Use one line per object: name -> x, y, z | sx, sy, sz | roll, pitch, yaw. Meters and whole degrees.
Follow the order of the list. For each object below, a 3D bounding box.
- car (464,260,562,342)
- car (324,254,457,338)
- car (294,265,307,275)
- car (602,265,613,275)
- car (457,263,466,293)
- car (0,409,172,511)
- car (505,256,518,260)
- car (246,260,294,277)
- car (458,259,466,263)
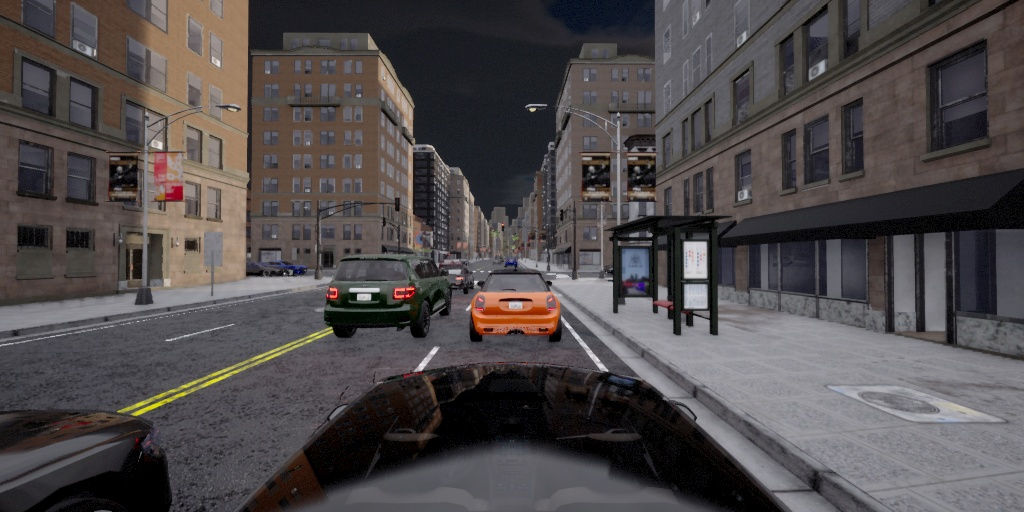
car -> 0.077, 1.105, 9.973 | 2.097, 1.767, 4.553 | 0, 0, 0
car -> -3.174, 0.974, 10.357 | 2.150, 2.045, 5.566 | 0, 0, 0
car -> -22.799, 1.151, 35.209 | 5.008, 1.535, 1.882 | 0, -1, 0
car -> 12.836, 1.386, 38.902 | 5.357, 1.411, 2.033 | 0, -1, -4
car -> -3.205, 1.283, 20.064 | 1.812, 1.442, 4.674 | 0, 0, 0
car -> -3.144, 1.241, 0.320 | 2.128, 1.511, 4.902 | 0, 0, 0
car -> -0.097, 0.994, 64.452 | 2.150, 2.045, 5.566 | 0, 0, 0
car -> -22.928, 1.177, 31.959 | 5.357, 1.411, 2.033 | 0, -1, 0
car -> -9.977, 1.296, 64.347 | 1.812, 1.442, 4.674 | 0, 0, 0
